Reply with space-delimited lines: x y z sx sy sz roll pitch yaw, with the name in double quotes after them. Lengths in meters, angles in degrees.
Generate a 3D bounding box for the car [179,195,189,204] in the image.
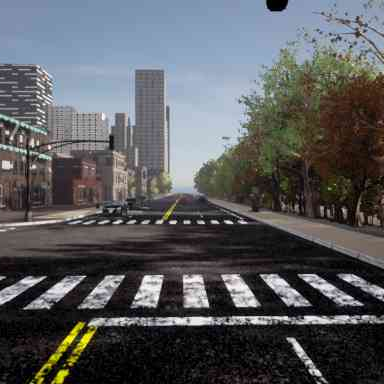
-1.541 1.549 62.758 1.994 1.385 4.181 0 0 -1 "car"

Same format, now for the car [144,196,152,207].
-7.855 1.341 51.724 2.097 1.767 4.553 0 0 -1 "car"

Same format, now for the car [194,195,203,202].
1.460 1.481 73.018 1.837 1.490 4.892 0 0 -1 "car"

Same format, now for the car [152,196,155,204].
-8.066 1.477 61.987 2.128 1.511 4.902 0 0 -1 "car"

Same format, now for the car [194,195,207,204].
1.829 1.463 62.119 1.882 1.535 5.008 0 0 -1 "car"

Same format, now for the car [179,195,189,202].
-1.787 1.353 72.758 2.033 1.411 5.357 0 0 -1 "car"

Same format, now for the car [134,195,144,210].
-7.617 1.496 42.029 1.837 1.490 4.892 0 0 -1 "car"

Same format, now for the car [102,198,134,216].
-7.388 1.486 32.471 2.128 1.511 4.902 0 0 -1 "car"
